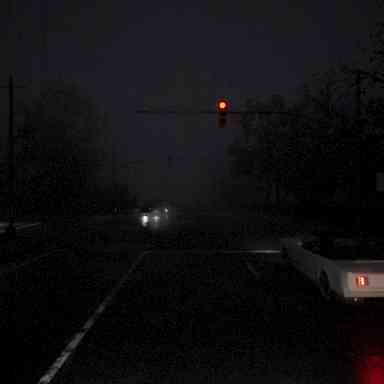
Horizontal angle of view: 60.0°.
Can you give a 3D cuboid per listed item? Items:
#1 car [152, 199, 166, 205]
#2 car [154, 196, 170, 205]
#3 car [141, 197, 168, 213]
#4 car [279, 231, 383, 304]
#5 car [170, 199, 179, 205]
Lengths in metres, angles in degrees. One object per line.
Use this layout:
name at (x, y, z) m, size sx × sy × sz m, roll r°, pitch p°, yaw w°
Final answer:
car at (-8.261, 2.453, 82.936) m, size 2.128 × 1.511 × 4.902 m, roll 0°, pitch -1°, yaw -25°
car at (-4.851, 1.757, 52.824) m, size 1.837 × 1.490 × 4.892 m, roll 0°, pitch -1°, yaw -6°
car at (-4.333, 1.620, 37.488) m, size 1.994 × 1.385 × 4.181 m, roll 0°, pitch 0°, yaw 5°
car at (3.590, 1.607, 8.134) m, size 1.895 × 1.301 × 4.718 m, roll 0°, pitch 0°, yaw 0°
car at (-5.031, 2.184, 73.604) m, size 1.882 × 1.535 × 5.008 m, roll 0°, pitch -1°, yaw -19°
